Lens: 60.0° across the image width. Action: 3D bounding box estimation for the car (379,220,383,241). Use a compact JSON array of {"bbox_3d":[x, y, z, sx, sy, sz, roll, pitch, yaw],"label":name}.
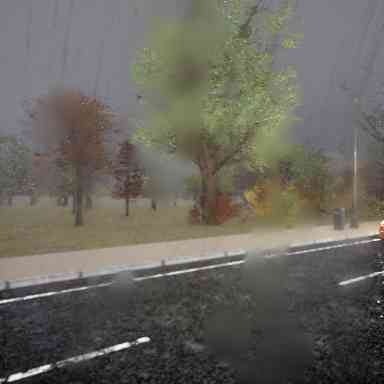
[{"bbox_3d":[10.315,1.320,14.740,4.553,1.767,2.097,0,0,-34],"label":"car"}]
